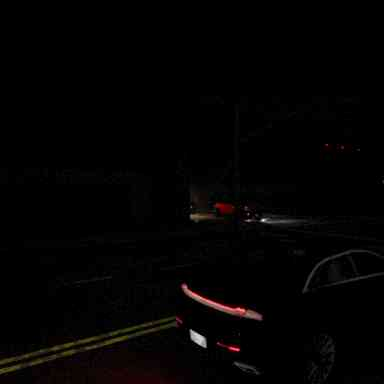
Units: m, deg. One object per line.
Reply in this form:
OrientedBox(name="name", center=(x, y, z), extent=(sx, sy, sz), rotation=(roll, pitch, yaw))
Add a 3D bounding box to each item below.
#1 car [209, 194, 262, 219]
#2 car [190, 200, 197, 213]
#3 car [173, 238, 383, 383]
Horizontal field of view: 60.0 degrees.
OrientedBox(name="car", center=(4.011, 1.352, 29.287), extent=(2.097, 1.767, 4.553), rotation=(0, 0, -37))
OrientedBox(name="car", center=(-1.722, 1.221, 36.978), extent=(2.150, 2.045, 5.566), rotation=(0, 0, -37))
OrientedBox(name="car", center=(2.047, 1.492, 5.285), extent=(4.902, 1.511, 2.128), rotation=(0, 0, -35))
